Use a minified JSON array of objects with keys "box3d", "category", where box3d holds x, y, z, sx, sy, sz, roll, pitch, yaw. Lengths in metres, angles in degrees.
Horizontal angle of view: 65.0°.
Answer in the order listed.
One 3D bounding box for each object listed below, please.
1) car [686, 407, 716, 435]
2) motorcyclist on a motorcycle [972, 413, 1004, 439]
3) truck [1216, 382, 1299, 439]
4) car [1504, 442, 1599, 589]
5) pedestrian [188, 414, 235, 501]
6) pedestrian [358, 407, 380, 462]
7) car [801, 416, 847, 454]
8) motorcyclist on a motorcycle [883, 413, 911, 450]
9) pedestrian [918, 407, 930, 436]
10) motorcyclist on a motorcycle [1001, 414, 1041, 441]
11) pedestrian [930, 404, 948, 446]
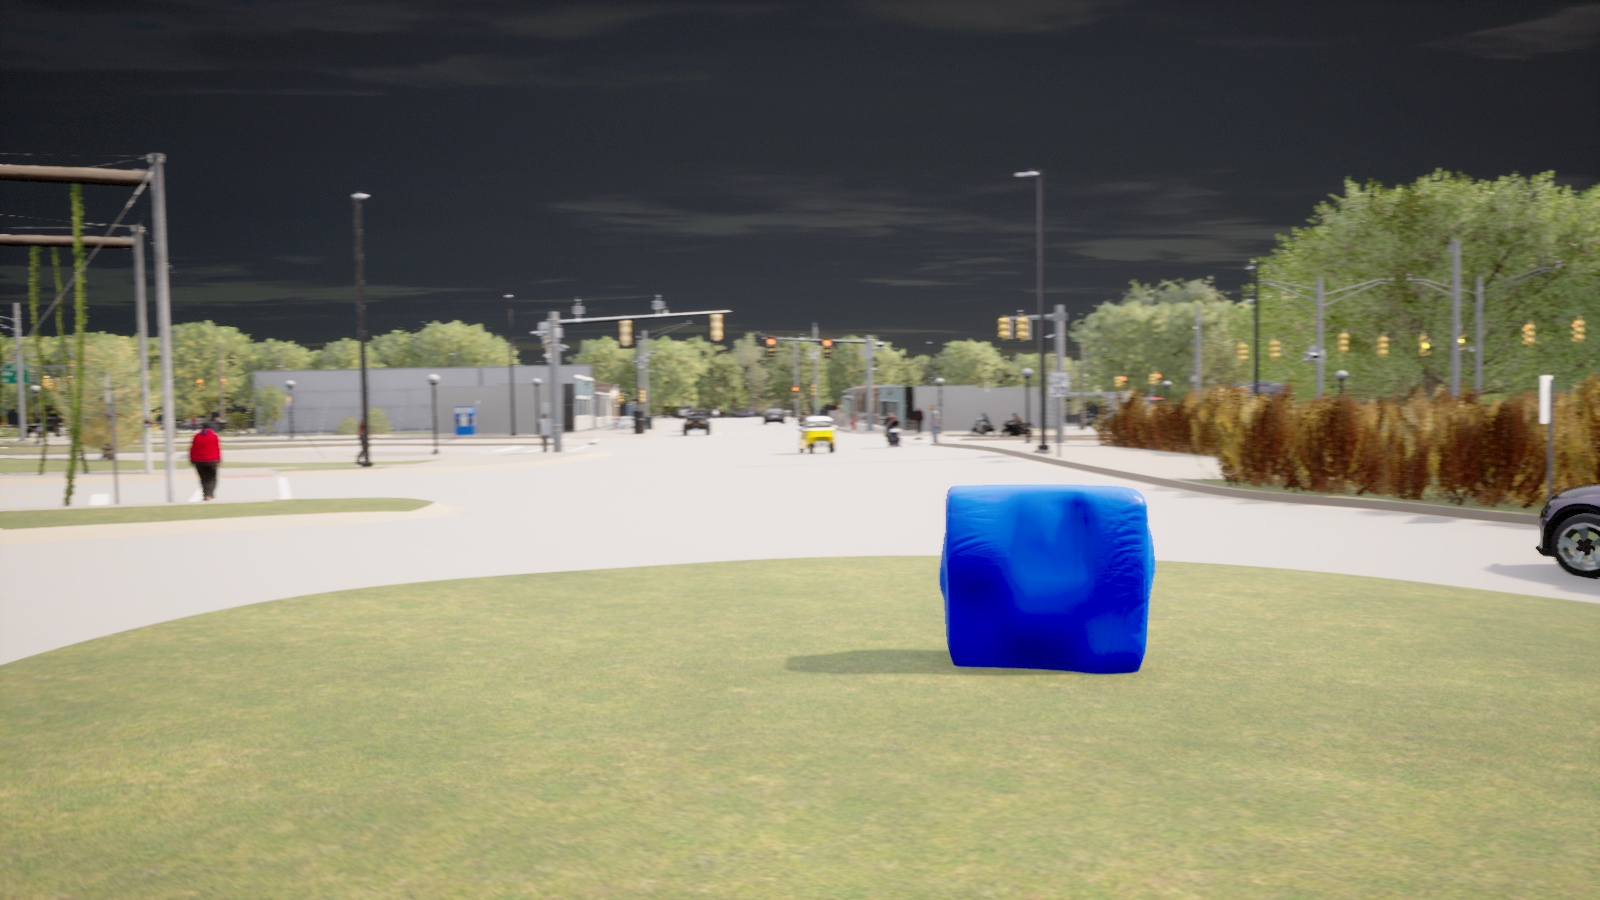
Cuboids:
[{"box3d":[-6.873,-2.030,87.596,1.905,1.878,3.866,-1,2,-2],"category":"car"},{"box3d":[11.832,-1.514,78.930,1.817,1.590,0.866,1,1,-1],"category":"motorcyclist on a motorcycle"},{"box3d":[32.760,-2.758,90.236,2.891,3.827,8.468,-1,1,1],"category":"truck"},{"box3d":[10.586,0.821,13.671,2.033,1.649,4.856,0,2,-22],"category":"car"},{"box3d":[-12.825,0.152,27.374,0.634,1.844,0.899,-1,3,-8],"category":"pedestrian"},{"box3d":[-14.896,-0.541,43.401,0.636,1.846,0.331,-2,3,-29],"category":"pedestrian"},{"box3d":[0.863,-0.571,46.655,1.481,1.376,2.207,-1,2,-4],"category":"car"},{"box3d":[4.074,-0.784,52.892,0.866,1.530,2.191,-1,1,-3],"category":"motorcyclist on a motorcycle"},{"box3d":[8.042,-1.880,81.507,0.634,1.844,0.899,0,3,17],"category":"pedestrian"},{"box3d":[12.592,-1.291,71.523,2.044,1.523,0.797,1,2,-9],"category":"motorcyclist on a motorcycle"},{"box3d":[6.251,-1.120,56.439,0.706,1.836,0.354,-1,3,-6],"category":"pedestrian"}]
